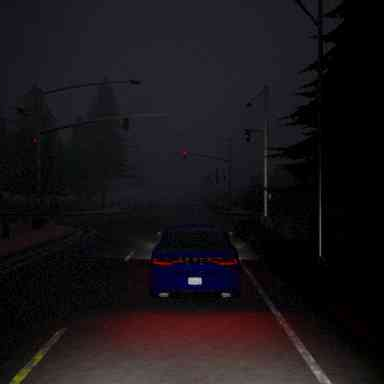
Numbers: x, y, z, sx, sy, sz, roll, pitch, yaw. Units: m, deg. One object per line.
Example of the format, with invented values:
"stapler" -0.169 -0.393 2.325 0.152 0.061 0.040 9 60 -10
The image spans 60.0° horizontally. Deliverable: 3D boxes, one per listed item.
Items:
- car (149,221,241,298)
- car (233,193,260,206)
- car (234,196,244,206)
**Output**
"car" 0.079 1.478 8.558 1.882 1.535 5.008 0 0 1
"car" 8.545 1.146 52.022 3.866 1.878 1.905 0 0 0
"car" 8.954 1.144 49.511 4.605 1.855 1.932 0 0 0
